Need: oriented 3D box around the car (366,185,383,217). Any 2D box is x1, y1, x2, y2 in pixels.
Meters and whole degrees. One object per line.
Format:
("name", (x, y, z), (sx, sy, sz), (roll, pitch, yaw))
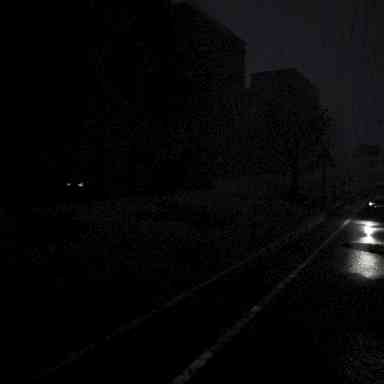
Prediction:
("car", (9.928, 0.417, 16.646), (1.812, 1.442, 4.674), (4, 6, 32))
